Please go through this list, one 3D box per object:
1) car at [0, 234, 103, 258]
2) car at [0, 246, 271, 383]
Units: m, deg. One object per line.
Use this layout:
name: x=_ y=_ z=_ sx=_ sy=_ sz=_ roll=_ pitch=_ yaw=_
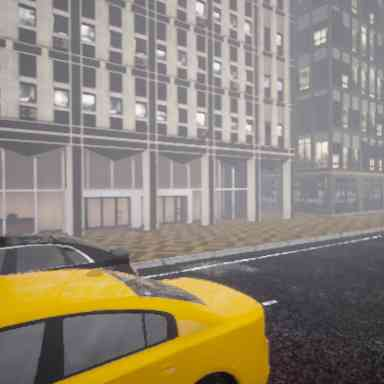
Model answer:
car: x=-3.279 y=1.506 z=5.355 sx=4.892 sy=1.490 sz=1.837 roll=0 pitch=0 yaw=-36
car: x=-1.559 y=1.479 z=2.590 sx=5.008 sy=1.535 sz=1.882 roll=0 pitch=0 yaw=-36
